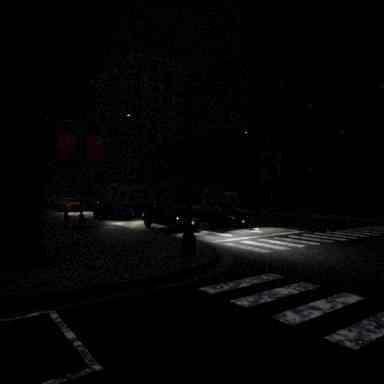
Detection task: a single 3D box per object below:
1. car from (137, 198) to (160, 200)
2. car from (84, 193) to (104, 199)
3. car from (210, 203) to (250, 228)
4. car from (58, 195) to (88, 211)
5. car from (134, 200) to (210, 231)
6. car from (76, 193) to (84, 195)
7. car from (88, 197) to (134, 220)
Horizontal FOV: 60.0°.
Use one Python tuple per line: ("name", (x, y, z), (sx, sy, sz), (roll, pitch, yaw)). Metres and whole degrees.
("car", (-3.543, 1.313, 29.262), (2.097, 1.767, 4.553), (0, 0, -36))
("car", (-10.878, 1.293, 39.478), (2.097, 1.767, 4.553), (0, 0, -34))
("car", (1.696, 1.500, 22.013), (1.812, 1.442, 4.674), (0, 0, -37))
("car", (-13.960, 1.422, 38.191), (1.882, 1.535, 5.008), (0, 0, -36))
("car", (-1.401, 1.469, 20.723), (2.128, 1.511, 4.902), (0, 0, -36))
("car", (-18.526, 1.132, 55.977), (2.150, 2.045, 5.566), (0, 0, -36))
("car", (-6.816, 1.441, 28.248), (1.882, 1.535, 5.008), (0, 0, -36))
